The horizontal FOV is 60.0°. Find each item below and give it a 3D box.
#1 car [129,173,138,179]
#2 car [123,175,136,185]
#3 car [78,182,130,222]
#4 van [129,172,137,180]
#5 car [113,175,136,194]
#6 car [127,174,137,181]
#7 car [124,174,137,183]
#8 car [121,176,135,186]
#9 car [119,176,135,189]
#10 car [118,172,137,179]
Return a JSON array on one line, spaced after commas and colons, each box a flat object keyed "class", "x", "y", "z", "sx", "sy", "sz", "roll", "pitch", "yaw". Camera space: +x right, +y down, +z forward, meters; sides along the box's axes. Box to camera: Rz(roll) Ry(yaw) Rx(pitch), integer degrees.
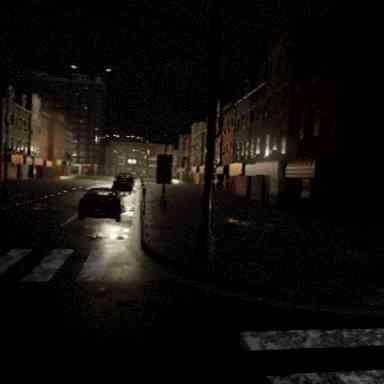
[{"class": "car", "x": -14.860, "y": -4.094, "z": 84.787, "sx": 1.967, "sy": 1.590, "sz": 4.097, "roll": 3, "pitch": 3, "yaw": -9}, {"class": "car", "x": -9.842, "y": -1.929, "z": 52.622, "sx": 1.802, "sy": 1.307, "sz": 4.206, "roll": 3, "pitch": 3, "yaw": -9}, {"class": "car", "x": -3.980, "y": 0.454, "z": 15.090, "sx": 1.887, "sy": 1.381, "sz": 4.507, "roll": 3, "pitch": 3, "yaw": -9}, {"class": "van", "x": -14.017, "y": -3.859, "z": 79.419, "sx": 1.690, "sy": 1.788, "sz": 3.998, "roll": 3, "pitch": 3, "yaw": -9}, {"class": "car", "x": -6.491, "y": -0.591, "z": 31.174, "sx": 1.887, "sy": 1.381, "sz": 4.507, "roll": 3, "pitch": 3, "yaw": -9}, {"class": "car", "x": -12.354, "y": -2.962, "z": 68.707, "sx": 1.947, "sy": 1.339, "sz": 4.313, "roll": 3, "pitch": 3, "yaw": -9}, {"class": "car", "x": -10.678, "y": -2.300, "z": 57.982, "sx": 2.008, "sy": 1.369, "sz": 4.403, "roll": 3, "pitch": 3, "yaw": -9}, {"class": "car", "x": -9.005, "y": -1.587, "z": 47.260, "sx": 1.802, "sy": 1.307, "sz": 4.206, "roll": 3, "pitch": 3, "yaw": -9}, {"class": "car", "x": -8.168, "y": -1.244, "z": 41.899, "sx": 1.802, "sy": 1.307, "sz": 4.206, "roll": 3, "pitch": 3, "yaw": -9}, {"class": "car", "x": -7.315, "y": -1.166, "z": 36.522, "sx": 2.192, "sy": 1.841, "sz": 5.009, "roll": 3, "pitch": 3, "yaw": -9}]
